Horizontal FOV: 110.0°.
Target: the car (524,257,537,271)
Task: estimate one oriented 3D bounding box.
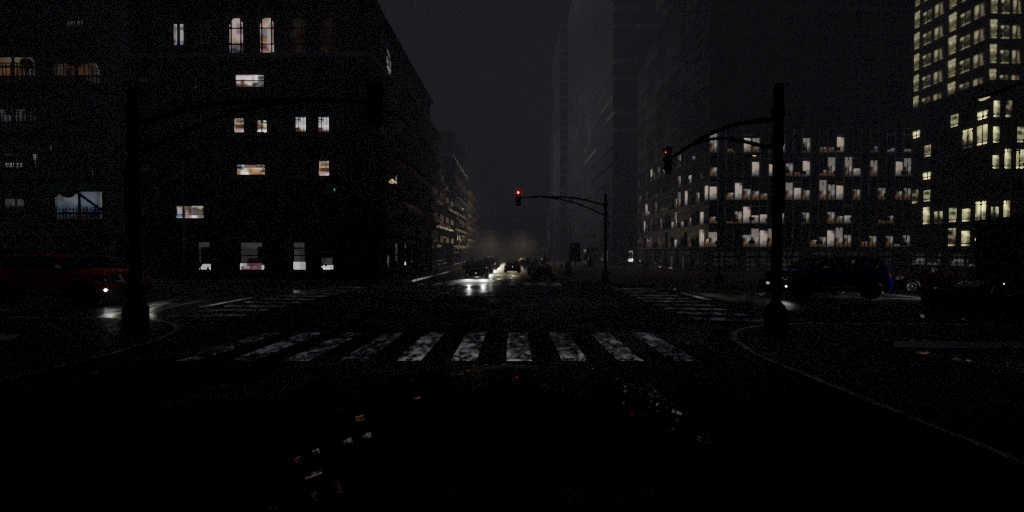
[{"bbox_3d":[2.625,1.159,38.141,1.967,1.591,4.097,0,0,0],"label":"car"}]

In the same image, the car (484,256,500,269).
[{"bbox_3d":[-3.127,1.054,50.808,2.097,1.767,4.553,0,0,0],"label":"car"}]

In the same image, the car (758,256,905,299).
[{"bbox_3d":[15.713,1.019,18.117,5.566,2.045,2.150,0,1,1],"label":"car"}]

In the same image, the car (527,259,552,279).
[{"bbox_3d":[2.630,1.272,32.495,1.888,1.381,4.507,0,0,0],"label":"car"}]

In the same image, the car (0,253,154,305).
[{"bbox_3d":[-18.852,0.911,15.359,5.566,2.045,2.150,0,1,1],"label":"car"}]

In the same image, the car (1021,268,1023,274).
[{"bbox_3d":[25.746,1.336,17.990,4.902,1.511,2.128,0,1,1],"label":"car"}]

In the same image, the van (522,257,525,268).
[{"bbox_3d":[2.616,1.045,49.433,1.690,1.789,3.998,0,0,0],"label":"van"}]

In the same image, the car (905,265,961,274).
[{"bbox_3d":[23.357,1.230,20.754,4.097,1.591,1.967,0,0,1],"label":"car"}]

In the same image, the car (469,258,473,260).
[{"bbox_3d":[-5.732,1.270,49.393,1.948,1.339,4.313,0,0,0],"label":"car"}]

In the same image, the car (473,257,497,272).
[{"bbox_3d":[-3.132,1.220,41.572,1.837,1.490,4.892,0,0,0],"label":"car"}]

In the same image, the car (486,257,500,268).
[{"bbox_3d":[-3.111,1.037,60.716,2.097,1.767,4.553,0,0,0],"label":"car"}]

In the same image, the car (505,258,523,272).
[{"bbox_3d":[0.060,1.273,45.730,1.994,1.385,4.181,0,0,0],"label":"car"}]

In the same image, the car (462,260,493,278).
[{"bbox_3d":[-3.117,1.290,32.834,1.994,1.385,4.181,0,0,0],"label":"car"}]

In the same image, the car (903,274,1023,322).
[{"bbox_3d":[16.705,1.445,12.200,4.403,1.370,2.007,0,0,1],"label":"car"}]
